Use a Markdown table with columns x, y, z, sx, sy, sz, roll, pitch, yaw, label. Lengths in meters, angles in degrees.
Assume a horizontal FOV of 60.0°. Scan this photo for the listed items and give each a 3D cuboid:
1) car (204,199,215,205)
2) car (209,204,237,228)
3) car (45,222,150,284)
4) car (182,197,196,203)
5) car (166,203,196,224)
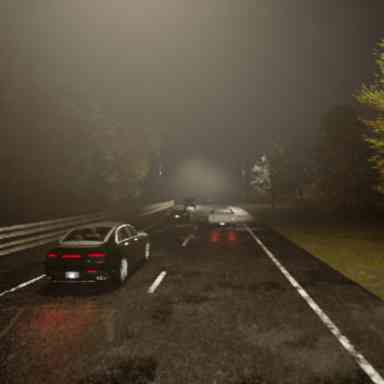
| x | y | z | sx | sy | sz | roll | pitch | yaw | label |
| --- | --- | --- | --- | --- | --- | --- | --- | --- | --- |
| 4.141 | 2.580 | 85.860 | 1.994 | 1.385 | 4.181 | -1 | -1 | 5 | car |
| 2.212 | 1.827 | 24.312 | 1.895 | 1.301 | 4.718 | -1 | -1 | 5 | car |
| -2.574 | 1.673 | 10.087 | 1.837 | 1.490 | 4.892 | -1 | 0 | 5 | car |
| -0.493 | 1.929 | 58.022 | 2.150 | 2.045 | 5.566 | -1 | 0 | 0 | car |
| -0.993 | 1.903 | 27.944 | 1.994 | 1.385 | 4.181 | -1 | -1 | 5 | car |
